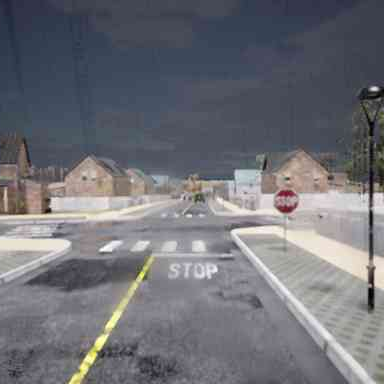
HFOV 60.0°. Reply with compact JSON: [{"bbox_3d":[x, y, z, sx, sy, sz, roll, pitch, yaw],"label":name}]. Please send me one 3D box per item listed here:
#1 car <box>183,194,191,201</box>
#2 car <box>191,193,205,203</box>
[{"bbox_3d":[-0.953,1.222,73.214,2.128,1.511,4.902,0,0,3],"label":"car"},{"bbox_3d":[1.602,1.284,68.951,2.150,2.045,5.566,0,0,3],"label":"car"}]
